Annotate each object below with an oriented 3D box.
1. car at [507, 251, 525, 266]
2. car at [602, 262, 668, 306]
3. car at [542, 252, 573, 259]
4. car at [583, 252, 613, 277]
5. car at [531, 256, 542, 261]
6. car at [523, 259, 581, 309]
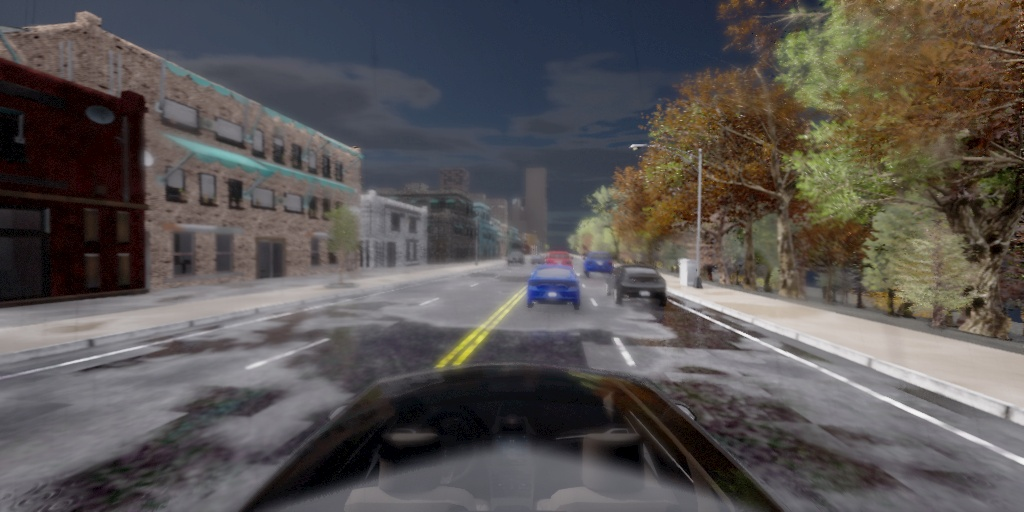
[{"bbox_3d":[0.706,0.340,54.419,2.150,2.045,5.566,1,1,8],"label":"car"},{"bbox_3d":[5.109,1.138,15.135,1.837,1.490,4.892,1,-1,8],"label":"car"},{"bbox_3d":[4.089,0.660,30.999,2.150,2.045,5.566,1,1,8],"label":"car"},{"bbox_3d":[7.320,0.696,30.627,2.150,2.045,5.566,1,1,8],"label":"car"},{"bbox_3d":[3.939,0.701,54.100,2.033,1.411,5.357,1,1,8],"label":"car"},{"bbox_3d":[1.705,1.091,14.364,1.882,1.535,5.008,1,1,8],"label":"car"}]
